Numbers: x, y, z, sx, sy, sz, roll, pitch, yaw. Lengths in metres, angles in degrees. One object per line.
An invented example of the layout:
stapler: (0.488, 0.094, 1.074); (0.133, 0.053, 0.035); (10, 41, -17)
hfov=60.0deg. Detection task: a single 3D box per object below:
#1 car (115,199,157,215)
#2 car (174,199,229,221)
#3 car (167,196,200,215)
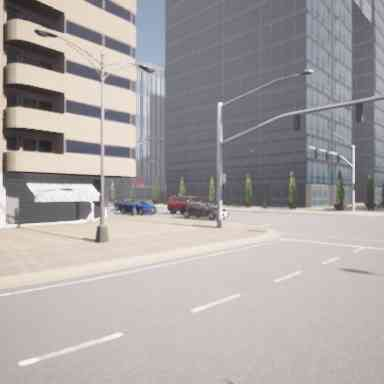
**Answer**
car: (-5.836, 1.663, 36.063); (5.008, 1.535, 1.882); (0, 0, 43)
car: (1.080, 1.665, 29.547); (4.902, 1.511, 2.128); (0, 0, 43)
car: (-0.252, 1.416, 35.605); (5.566, 2.045, 2.150); (0, 0, 43)
